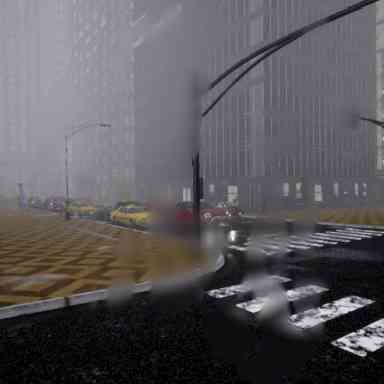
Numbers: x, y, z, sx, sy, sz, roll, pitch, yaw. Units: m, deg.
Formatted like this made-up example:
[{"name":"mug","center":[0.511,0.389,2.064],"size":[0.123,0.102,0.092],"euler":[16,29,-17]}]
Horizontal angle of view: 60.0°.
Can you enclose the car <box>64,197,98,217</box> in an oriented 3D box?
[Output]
[{"name":"car","center":[-10.490,1.533,31.877],"size":[1.752,1.417,4.829],"euler":[-1,1,-36]}]

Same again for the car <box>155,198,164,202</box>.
[{"name":"car","center":[-4.098,1.328,36.684],"size":[1.967,1.590,4.097],"euler":[-1,1,-36]}]

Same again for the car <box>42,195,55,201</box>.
[{"name":"car","center":[-33.453,1.331,77.384],"size":[1.752,1.417,4.829],"euler":[-1,1,-36]}]

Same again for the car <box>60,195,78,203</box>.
[{"name":"car","center":[-23.617,1.386,63.714],"size":[2.008,1.369,4.403],"euler":[-1,1,-36]}]

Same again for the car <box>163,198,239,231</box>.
[{"name":"car","center":[0.445,1.346,20.992],"size":[2.097,1.767,4.553],"euler":[-1,1,-36]}]

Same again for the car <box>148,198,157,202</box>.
[{"name":"car","center":[-5.319,1.482,29.010],"size":[1.837,1.490,4.892],"euler":[-1,1,-36]}]

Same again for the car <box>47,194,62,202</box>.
[{"name":"car","center":[-30.108,1.256,72.735],"size":[1.967,1.590,4.097],"euler":[-1,1,-36]}]

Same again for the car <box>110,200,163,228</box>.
[{"name":"car","center":[-4.055,1.552,22.813],"size":[1.752,1.417,4.829],"euler":[-1,1,-36]}]

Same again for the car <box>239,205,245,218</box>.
[{"name":"car","center":[2.452,1.455,27.704],"size":[2.008,1.369,4.403],"euler":[-1,1,-36]}]

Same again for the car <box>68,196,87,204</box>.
[{"name":"car","center":[-20.371,1.389,59.204],"size":[1.887,1.381,4.507],"euler":[-1,1,-36]}]

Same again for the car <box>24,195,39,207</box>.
[{"name":"car","center":[-23.523,1.411,50.090],"size":[1.967,1.590,4.097],"euler":[-1,1,-36]}]

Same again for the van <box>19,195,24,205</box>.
[{"name":"van","center":[-26.769,1.303,54.600],"size":[1.690,1.788,3.998],"euler":[-1,1,-36]}]

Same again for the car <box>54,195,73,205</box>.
[{"name":"car","center":[-22.417,1.358,57.838],"size":[1.882,1.535,5.008],"euler":[-1,1,-35]}]

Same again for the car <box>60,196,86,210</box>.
[{"name":"car","center":[-14.577,1.501,41.923],"size":[2.033,1.411,5.357],"euler":[-1,1,-35]}]

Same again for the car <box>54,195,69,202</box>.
[{"name":"car","center":[-26.862,1.407,68.225],"size":[1.802,1.307,4.206],"euler":[-1,1,-36]}]

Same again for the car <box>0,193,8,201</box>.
[{"name":"car","center":[-46.240,1.449,81.666],"size":[1.887,1.381,4.507],"euler":[-1,1,-36]}]

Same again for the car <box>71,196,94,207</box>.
[{"name":"car","center":[-16.369,1.403,49.419],"size":[1.837,1.490,4.892],"euler":[-1,1,-36]}]

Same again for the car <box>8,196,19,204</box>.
[{"name":"car","center":[-33.258,1.494,63.623],"size":[2.008,1.369,4.403],"euler":[-1,1,-36]}]

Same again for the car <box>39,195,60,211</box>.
[{"name":"car","center":[-17.032,1.429,41.068],"size":[1.967,1.590,4.097],"euler":[-1,1,-36]}]
